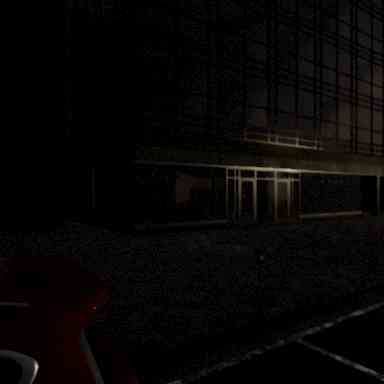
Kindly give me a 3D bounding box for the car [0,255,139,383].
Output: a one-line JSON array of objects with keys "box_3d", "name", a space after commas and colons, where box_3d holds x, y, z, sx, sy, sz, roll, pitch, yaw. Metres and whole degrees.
[{"box_3d": [-2.454, 1.317, 0.801, 5.009, 1.841, 2.192, 0, 0, -35], "name": "car"}]
